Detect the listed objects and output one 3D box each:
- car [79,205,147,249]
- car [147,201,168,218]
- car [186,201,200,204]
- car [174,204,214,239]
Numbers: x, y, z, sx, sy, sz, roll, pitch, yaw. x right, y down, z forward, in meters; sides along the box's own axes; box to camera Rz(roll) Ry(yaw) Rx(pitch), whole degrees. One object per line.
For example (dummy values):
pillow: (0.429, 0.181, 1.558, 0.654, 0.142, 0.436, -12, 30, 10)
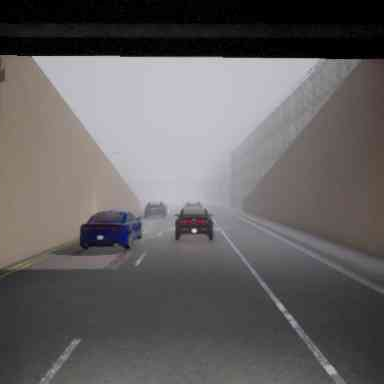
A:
car: (-3.396, 1.533, 14.768, 1.882, 1.535, 5.008, 0, 0, 0)
car: (-3.390, 1.611, 31.819, 2.128, 1.511, 4.902, 0, 0, 0)
car: (0.110, 1.618, 33.713, 2.128, 1.511, 4.902, 0, 0, 0)
car: (0.105, 1.567, 17.532, 1.837, 1.490, 4.892, 0, -1, 0)
